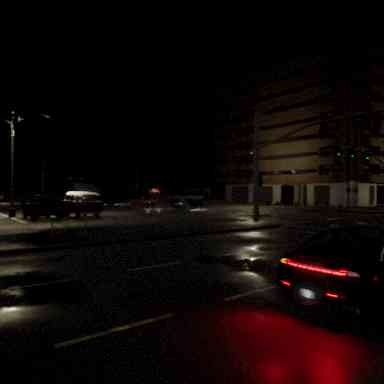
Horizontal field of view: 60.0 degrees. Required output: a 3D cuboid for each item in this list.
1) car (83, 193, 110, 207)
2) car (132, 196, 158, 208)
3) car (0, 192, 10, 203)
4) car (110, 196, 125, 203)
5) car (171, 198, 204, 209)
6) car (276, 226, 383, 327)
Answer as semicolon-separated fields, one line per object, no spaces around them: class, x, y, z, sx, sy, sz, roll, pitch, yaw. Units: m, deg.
car;-17.307;1.379;60.142;2.033;1.411;5.357;0;0;-38
car;-6.558;1.356;46.163;1.882;1.535;5.008;0;0;-38
car;-32.312;0.865;56.553;1.932;1.855;4.605;0;0;-38
car;-14.266;1.390;61.924;1.895;1.301;4.718;0;0;-38
car;-0.718;1.462;44.349;2.033;1.411;5.357;0;0;-38
car;3.847;1.488;7.031;4.902;1.511;2.128;0;0;-38
